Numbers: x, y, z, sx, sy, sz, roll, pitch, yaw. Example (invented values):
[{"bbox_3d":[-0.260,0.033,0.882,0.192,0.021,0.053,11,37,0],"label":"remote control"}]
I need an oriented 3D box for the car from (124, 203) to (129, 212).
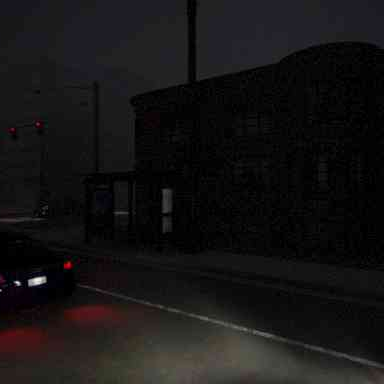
[{"bbox_3d":[-5.853,1.526,38.902,1.812,1.442,4.674,0,0,36],"label":"car"}]

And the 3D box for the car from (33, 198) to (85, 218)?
[{"bbox_3d":[-12.007,1.352,30.301,2.097,1.767,4.553,0,0,36],"label":"car"}]

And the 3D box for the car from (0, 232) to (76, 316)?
[{"bbox_3d":[-4.388,1.564,7.129,4.181,1.385,1.994,0,0,36],"label":"car"}]
